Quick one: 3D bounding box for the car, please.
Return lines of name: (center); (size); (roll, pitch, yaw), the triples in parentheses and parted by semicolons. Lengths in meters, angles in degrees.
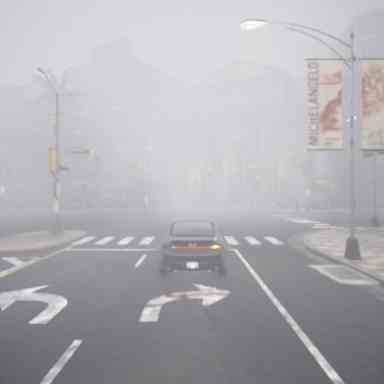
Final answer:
car: (0.025, 1.586, 10.692); (1.837, 1.490, 4.892); (0, 0, 0)
